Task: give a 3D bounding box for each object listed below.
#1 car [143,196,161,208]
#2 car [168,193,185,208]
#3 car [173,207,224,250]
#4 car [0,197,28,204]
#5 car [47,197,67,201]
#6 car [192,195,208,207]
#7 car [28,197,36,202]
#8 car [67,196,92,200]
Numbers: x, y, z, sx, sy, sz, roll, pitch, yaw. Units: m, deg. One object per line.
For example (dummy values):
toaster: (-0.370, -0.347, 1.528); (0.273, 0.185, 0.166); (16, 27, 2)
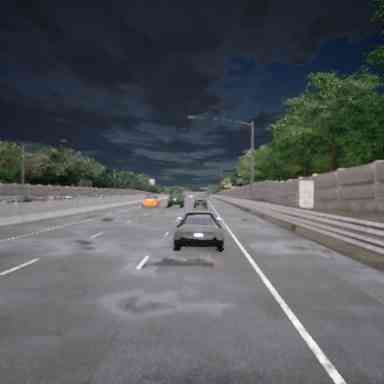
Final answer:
car: (-5.769, 1.303, 48.025); (2.097, 1.767, 4.553); (0, 0, 2)
car: (-2.265, 1.202, 48.036); (2.150, 2.045, 5.566); (0, 0, 2)
car: (0.296, 1.566, 14.309); (1.994, 1.385, 4.181); (0, 0, 2)
car: (-16.874, 1.351, 29.032); (2.128, 1.511, 4.902); (0, 0, 2)
car: (-19.740, 1.435, 49.381); (1.895, 1.301, 4.718); (0, 0, 2)
car: (1.230, 1.516, 47.894); (1.837, 1.490, 4.892); (0, 0, 2)
car: (-23.376, 1.351, 45.535); (2.033, 1.411, 5.357); (0, 0, 2)
car: (-16.237, 1.356, 49.482); (2.128, 1.511, 4.902); (0, 0, 2)
